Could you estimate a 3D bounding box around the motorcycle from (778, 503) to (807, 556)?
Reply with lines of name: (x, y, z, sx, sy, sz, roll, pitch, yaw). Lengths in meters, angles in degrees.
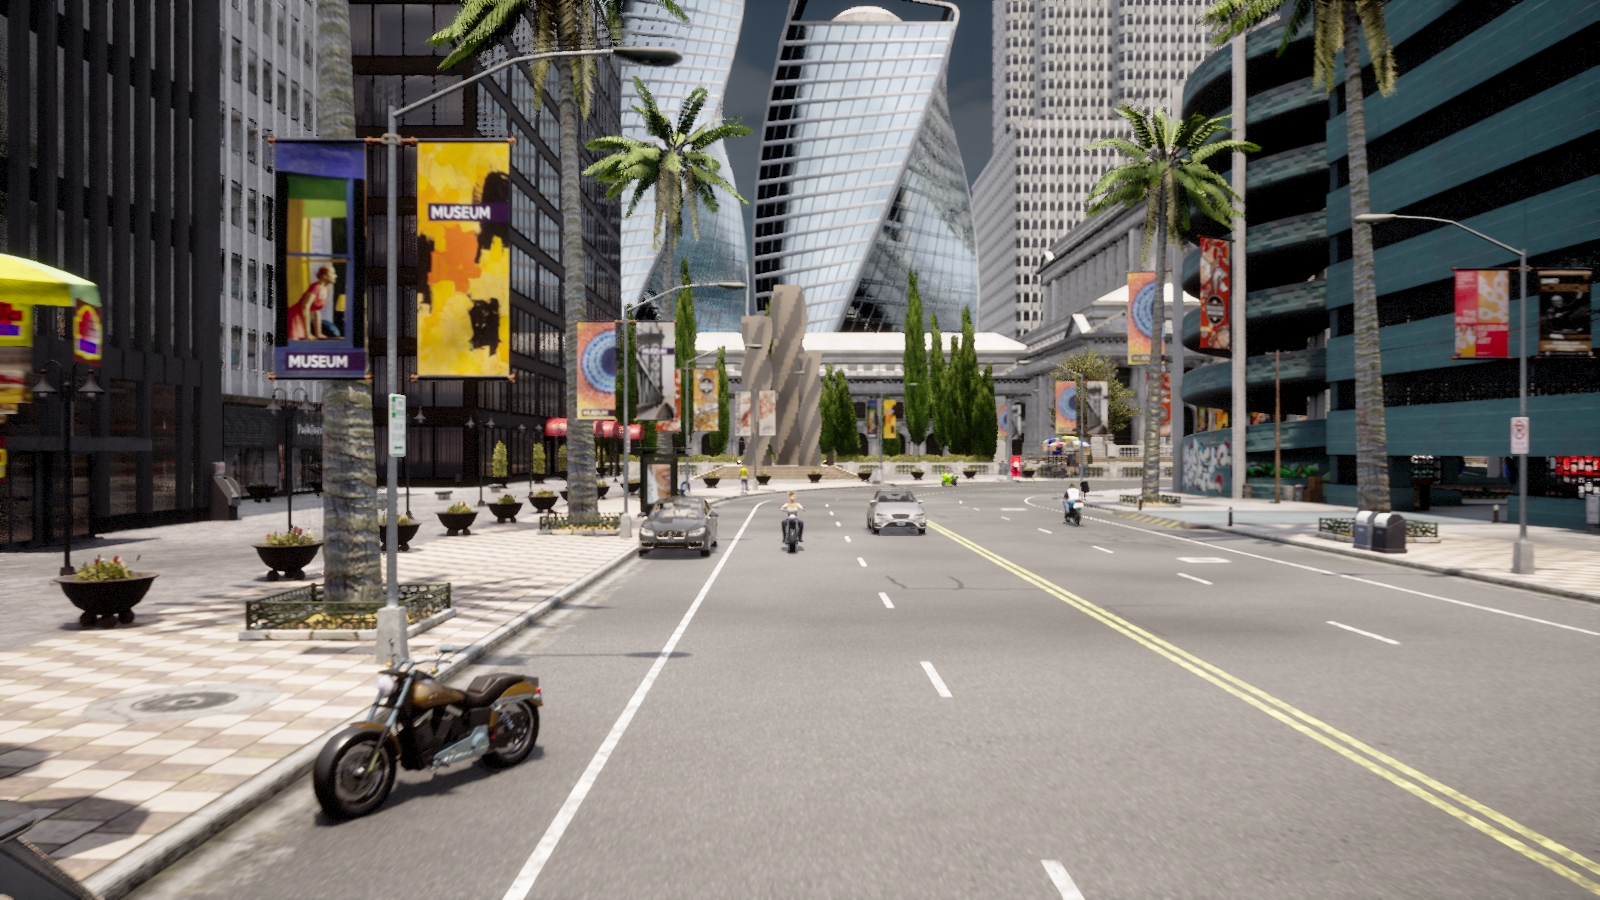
motorcycle: (-0.210, 2.170, 31.535, 0.764, 1.277, 2.356, 0, 0, 0)

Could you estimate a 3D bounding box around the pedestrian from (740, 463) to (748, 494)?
pedestrian: (-3.347, 1.697, 68.828, 0.375, 1.860, 0.375, 0, 0, 18)

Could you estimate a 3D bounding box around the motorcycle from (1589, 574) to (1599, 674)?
motorcycle: (10.409, 2.180, 13.545, 0.856, 1.236, 1.805, 0, 0, -1)

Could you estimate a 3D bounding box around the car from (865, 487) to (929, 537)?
car: (3.243, 2.065, 38.933, 1.816, 1.474, 4.193, 0, 0, 0)
